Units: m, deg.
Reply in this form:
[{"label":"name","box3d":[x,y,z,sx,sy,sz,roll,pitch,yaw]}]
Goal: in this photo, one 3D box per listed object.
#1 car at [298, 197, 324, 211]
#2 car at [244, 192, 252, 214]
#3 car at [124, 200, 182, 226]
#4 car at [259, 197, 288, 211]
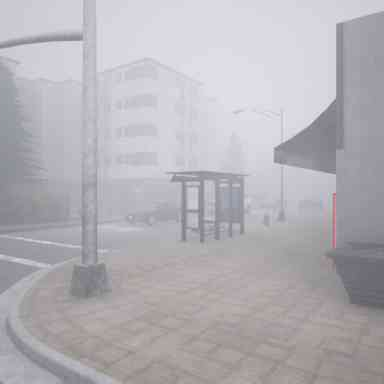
[{"label":"car","box3d":[13.718,1.329,38.217,1.837,1.490,4.892,0,0,36]},{"label":"car","box3d":[3.544,1.045,30.373,2.150,2.045,5.566,0,0,36]},{"label":"car","box3d":[-2.342,1.328,22.191,1.837,1.490,4.892,0,0,36]},{"label":"car","box3d":[9.488,1.301,38.587,1.882,1.535,5.008,0,0,36]}]
